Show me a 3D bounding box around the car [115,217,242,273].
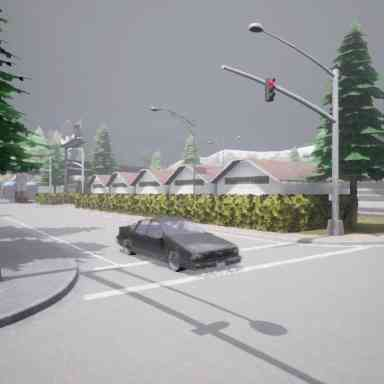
[{"bbox_3d":[-0.774,1.579,11.181,2.033,1.411,5.357,0,0,-36],"label":"car"}]
